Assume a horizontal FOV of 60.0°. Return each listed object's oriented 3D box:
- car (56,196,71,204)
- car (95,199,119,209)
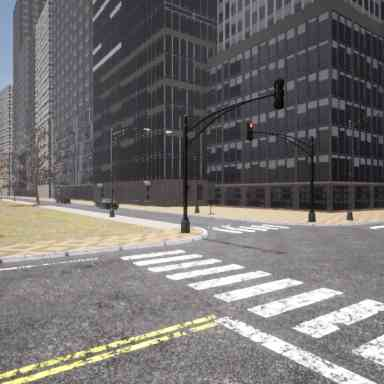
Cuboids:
[{"bbox_3d":[-24.617,1.508,63.531,1.837,1.490,4.892,0,-1,-35],"label":"car"},{"bbox_3d":[-11.561,1.602,44.902,1.895,1.301,4.718,0,0,-35],"label":"car"}]
